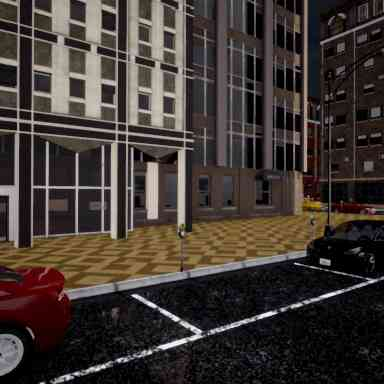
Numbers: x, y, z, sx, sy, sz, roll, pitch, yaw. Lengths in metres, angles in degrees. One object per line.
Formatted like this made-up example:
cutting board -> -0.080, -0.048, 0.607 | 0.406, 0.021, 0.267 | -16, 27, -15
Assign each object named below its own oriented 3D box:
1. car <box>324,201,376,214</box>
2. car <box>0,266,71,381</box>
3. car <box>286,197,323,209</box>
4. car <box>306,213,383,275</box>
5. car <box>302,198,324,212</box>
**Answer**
car -> 15.492, 1.535, 32.154 | 1.802, 1.307, 4.206 | 0, 0, -36
car -> -3.793, 1.545, 3.847 | 4.507, 1.381, 1.887 | 0, 0, -36
car -> 15.574, 1.500, 46.381 | 1.752, 1.417, 4.829 | 0, 0, -36
car -> 5.455, 1.567, 10.473 | 4.313, 1.339, 1.947 | 0, 0, -36
car -> 12.283, 1.467, 36.611 | 1.752, 1.417, 4.829 | 0, 0, -36
